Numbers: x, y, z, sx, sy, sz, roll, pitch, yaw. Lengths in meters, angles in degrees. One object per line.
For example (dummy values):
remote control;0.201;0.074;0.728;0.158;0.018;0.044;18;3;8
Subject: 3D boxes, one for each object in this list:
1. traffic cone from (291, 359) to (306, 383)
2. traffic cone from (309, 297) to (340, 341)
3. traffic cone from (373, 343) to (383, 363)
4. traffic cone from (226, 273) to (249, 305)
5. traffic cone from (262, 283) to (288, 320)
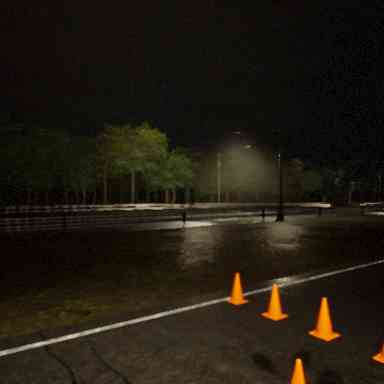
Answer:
traffic cone;1.066;1.968;3.319;0.340;0.580;0.340;0;0;-36
traffic cone;2.111;1.978;5.296;0.340;0.580;0.340;0;0;-36
traffic cone;2.693;1.978;4.483;0.340;0.580;0.340;0;0;-36
traffic cone;0.948;1.979;6.923;0.340;0.580;0.340;0;0;-36
traffic cone;1.529;1.979;6.109;0.340;0.580;0.340;0;0;-36
